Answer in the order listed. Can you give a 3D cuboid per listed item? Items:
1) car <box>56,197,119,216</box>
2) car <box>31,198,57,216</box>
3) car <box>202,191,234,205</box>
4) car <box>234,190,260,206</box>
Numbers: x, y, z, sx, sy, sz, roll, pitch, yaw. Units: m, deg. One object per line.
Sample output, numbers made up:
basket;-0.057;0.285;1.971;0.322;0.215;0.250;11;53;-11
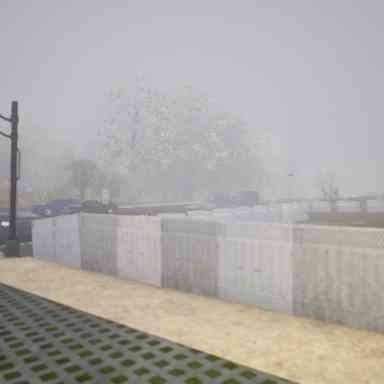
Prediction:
car;-8.622;1.367;28.516;1.837;1.490;4.892;3;3;41
car;-11.747;1.238;29.868;1.882;1.535;5.008;3;3;41
car;3.492;0.823;47.387;2.097;1.767;4.553;3;3;41
car;7.565;0.781;47.089;2.150;2.045;5.566;3;2;41
